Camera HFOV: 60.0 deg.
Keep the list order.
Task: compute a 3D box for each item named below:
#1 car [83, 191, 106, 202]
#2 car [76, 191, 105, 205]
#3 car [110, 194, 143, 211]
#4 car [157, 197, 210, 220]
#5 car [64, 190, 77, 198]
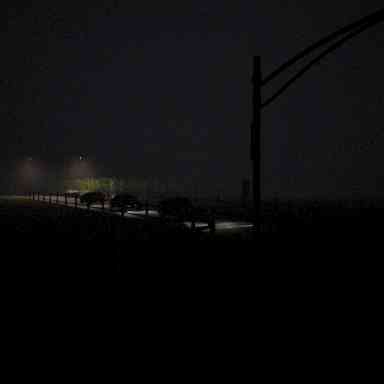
[{"bbox_3d":[-15.053,0.584,51.217,1.882,1.535,5.008,0,1,-35],"label":"car"},{"bbox_3d":[-12.322,0.796,40.868,1.812,1.442,4.674,0,1,-35],"label":"car"},{"bbox_3d":[-6.485,0.960,32.476,1.837,1.490,4.892,0,1,-35],"label":"car"},{"bbox_3d":[-0.720,1.114,24.208,1.882,1.535,5.008,0,1,-35],"label":"car"},{"bbox_3d":[-22.405,0.375,61.745,2.128,1.511,4.902,0,1,-35],"label":"car"}]
